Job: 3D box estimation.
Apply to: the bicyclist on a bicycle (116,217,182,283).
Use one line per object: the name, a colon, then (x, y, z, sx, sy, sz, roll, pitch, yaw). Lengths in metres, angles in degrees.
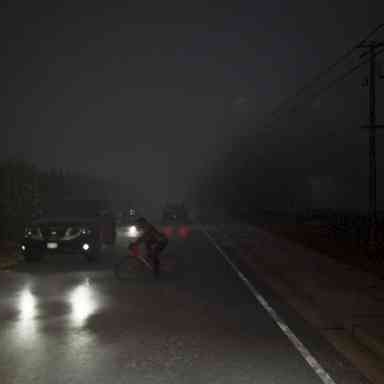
bicyclist on a bicycle: (-1.083, 1.450, 8.273, 1.656, 1.620, 0.582, -2, 0, -3)

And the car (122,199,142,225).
car: (-4.906, 1.350, 24.190, 2.097, 1.767, 4.553, 0, 0, -3)

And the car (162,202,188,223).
car: (-1.319, 1.490, 25.632, 2.128, 1.511, 4.902, 0, 0, -3)

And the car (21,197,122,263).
car: (-4.231, 1.225, 12.422, 2.150, 2.045, 5.566, 0, 0, -4)
